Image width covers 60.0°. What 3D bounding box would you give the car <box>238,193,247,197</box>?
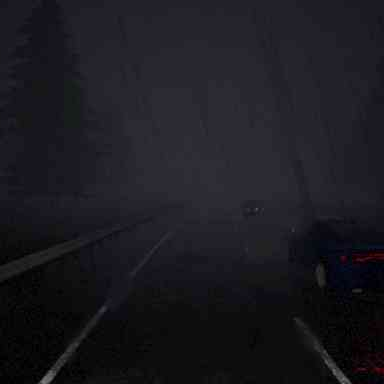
[{"bbox_3d":[13.531,0.918,89.512,1.837,1.490,4.892,0,0,18],"label":"car"}]

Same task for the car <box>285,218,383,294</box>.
[{"bbox_3d":[3.821,1.422,8.694,1.882,1.535,5.008,0,0,2],"label":"car"}]

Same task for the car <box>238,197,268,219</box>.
[{"bbox_3d":[5.082,1.368,27.349,2.033,1.411,5.357,0,0,6],"label":"car"}]
